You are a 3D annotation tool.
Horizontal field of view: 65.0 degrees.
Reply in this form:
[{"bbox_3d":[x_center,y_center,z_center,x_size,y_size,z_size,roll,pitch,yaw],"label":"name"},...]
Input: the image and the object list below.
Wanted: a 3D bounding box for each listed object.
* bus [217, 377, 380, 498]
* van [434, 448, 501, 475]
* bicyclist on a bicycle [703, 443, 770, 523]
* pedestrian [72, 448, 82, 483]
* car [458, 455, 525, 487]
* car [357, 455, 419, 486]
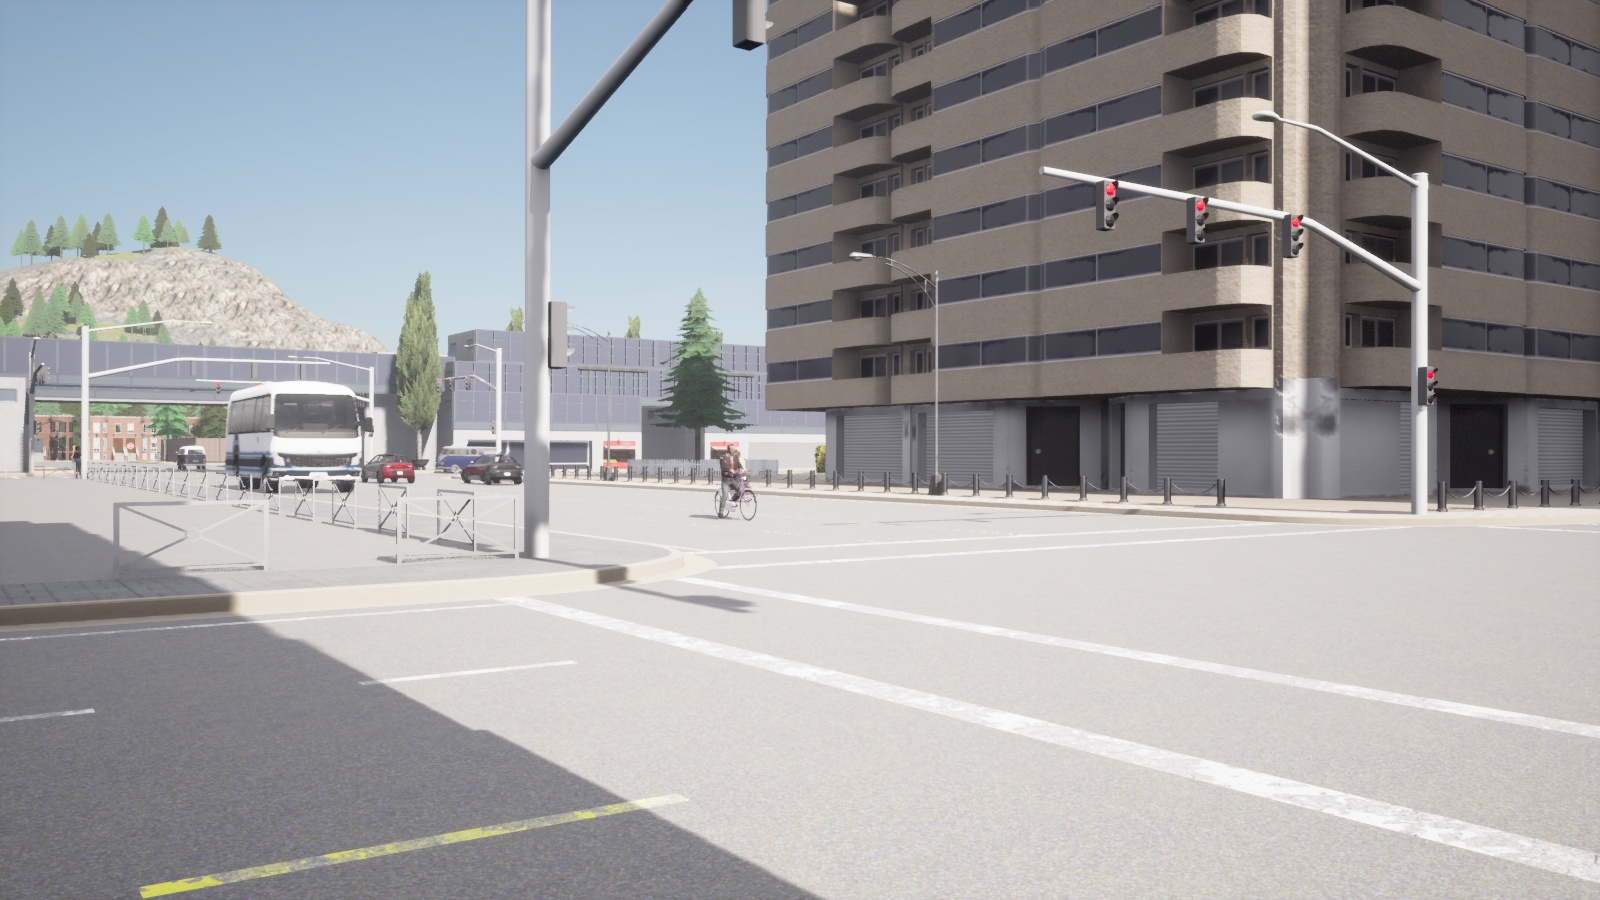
[{"bbox_3d":[-20.001,-0.412,49.553,3.944,4.253,10.273,0,0,-34],"label":"bus"},{"bbox_3d":[-24.221,0.830,91.542,4.442,1.987,1.775,0,0,-35],"label":"van"},{"bbox_3d":[-1.488,0.745,29.055,0.659,1.776,1.843,0,0,-35],"label":"bicyclist on a bicycle"},{"bbox_3d":[-38.348,0.838,66.612,0.345,1.836,0.594,0,0,-41],"label":"pedestrian"},{"bbox_3d":[-14.995,0.995,60.914,1.816,1.474,4.193,0,0,-35],"label":"car"},{"bbox_3d":[-20.704,1.012,63.020,1.816,1.474,4.193,0,0,-35],"label":"car"}]
